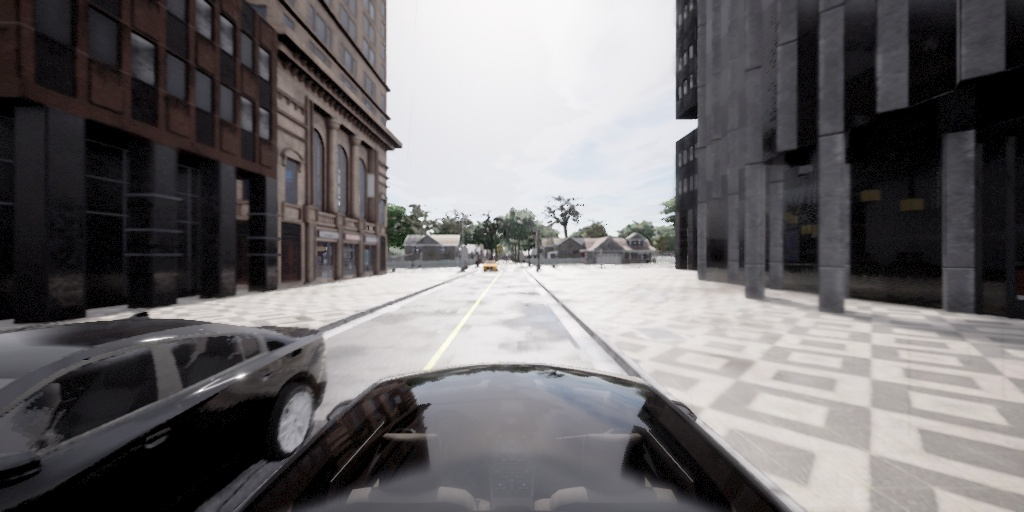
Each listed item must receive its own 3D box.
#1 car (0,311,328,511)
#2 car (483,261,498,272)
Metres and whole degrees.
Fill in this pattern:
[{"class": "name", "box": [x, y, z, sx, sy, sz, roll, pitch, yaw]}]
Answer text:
[{"class": "car", "box": [-3.098, 1.228, 2.165, 1.882, 1.535, 5.008, 0, 0, 0]}, {"class": "car", "box": [-2.995, 1.399, 50.305, 1.882, 1.535, 5.008, 0, -1, 0]}]
